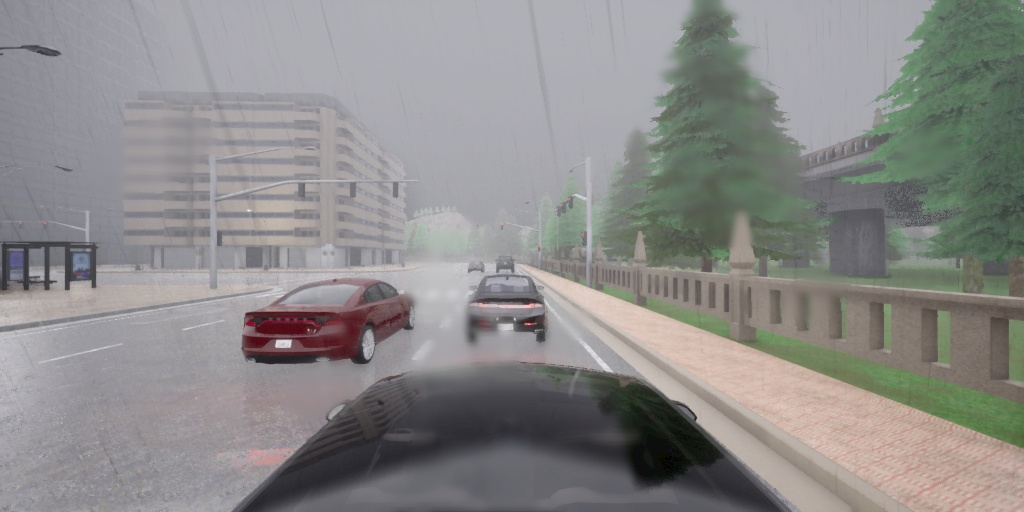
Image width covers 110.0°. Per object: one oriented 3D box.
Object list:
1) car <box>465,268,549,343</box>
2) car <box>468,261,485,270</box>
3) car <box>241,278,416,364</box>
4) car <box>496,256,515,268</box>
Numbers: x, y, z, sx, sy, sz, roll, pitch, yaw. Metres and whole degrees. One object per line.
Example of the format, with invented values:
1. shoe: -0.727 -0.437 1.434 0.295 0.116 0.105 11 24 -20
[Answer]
1. car: -0.128 1.242 9.667 2.128 1.511 4.902 0 0 -1
2. car: -4.351 1.298 44.148 2.033 1.411 5.357 0 0 -1
3. car: -3.596 1.228 8.105 1.882 1.535 5.008 0 0 0
4. car: -0.840 0.971 44.244 2.150 2.045 5.566 0 0 -1
